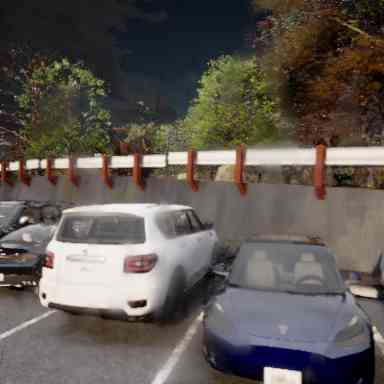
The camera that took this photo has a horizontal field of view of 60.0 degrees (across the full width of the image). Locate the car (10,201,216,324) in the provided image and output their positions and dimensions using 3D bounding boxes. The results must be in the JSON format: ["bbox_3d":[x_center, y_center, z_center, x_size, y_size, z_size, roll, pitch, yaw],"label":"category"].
[{"bbox_3d":[-0.876,1.270,7.525,2.435,2.045,5.566,0,-1,15],"label":"car"}]

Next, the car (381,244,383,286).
[{"bbox_3d":[4.029,1.227,3.954,2.435,2.045,5.566,0,-1,16],"label":"car"}]

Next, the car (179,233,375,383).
[{"bbox_3d":[1.567,1.529,5.704,2.163,1.488,4.792,0,-1,16],"label":"car"}]

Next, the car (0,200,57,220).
[{"bbox_3d":[-5.817,1.311,10.977,2.435,2.045,5.566,0,-1,16],"label":"car"}]

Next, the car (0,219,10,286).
[{"bbox_3d":[-3.360,1.543,9.241,2.231,1.521,4.892,0,-1,16],"label":"car"}]
